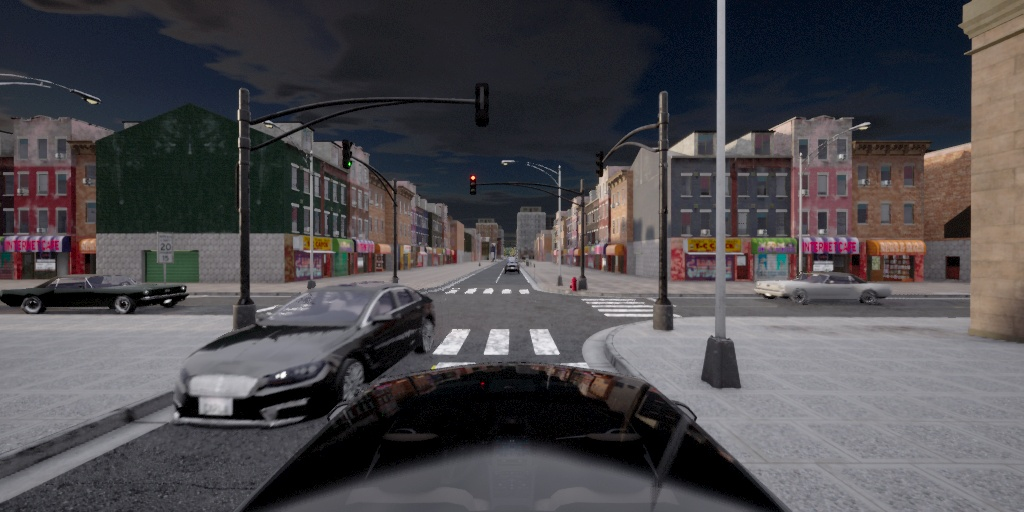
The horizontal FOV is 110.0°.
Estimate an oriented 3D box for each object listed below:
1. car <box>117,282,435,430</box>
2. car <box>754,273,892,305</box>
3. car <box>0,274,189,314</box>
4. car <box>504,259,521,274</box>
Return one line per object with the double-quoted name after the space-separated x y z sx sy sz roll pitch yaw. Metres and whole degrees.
-2.743 1.241 6.029 2.128 1.511 4.902 0 0 5 "car"
13.508 1.391 15.816 4.718 1.301 1.895 0 0 0 "car"
-14.635 1.312 12.851 4.718 1.301 1.895 0 0 -3 "car"
0.022 1.313 40.639 1.948 1.339 4.313 0 0 0 "car"
